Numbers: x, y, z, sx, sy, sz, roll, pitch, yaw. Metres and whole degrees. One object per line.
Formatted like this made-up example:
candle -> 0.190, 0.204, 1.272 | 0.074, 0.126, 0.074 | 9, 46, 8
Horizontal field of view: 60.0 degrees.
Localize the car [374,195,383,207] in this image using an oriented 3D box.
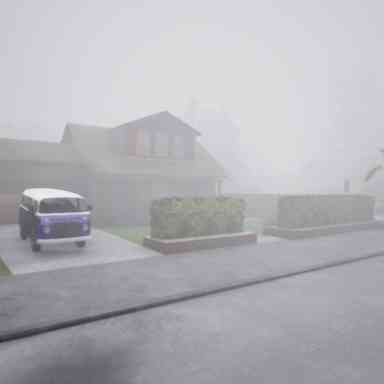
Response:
car -> 24.221, 0.875, 40.829 | 3.866, 1.878, 1.905 | 0, 0, 0
